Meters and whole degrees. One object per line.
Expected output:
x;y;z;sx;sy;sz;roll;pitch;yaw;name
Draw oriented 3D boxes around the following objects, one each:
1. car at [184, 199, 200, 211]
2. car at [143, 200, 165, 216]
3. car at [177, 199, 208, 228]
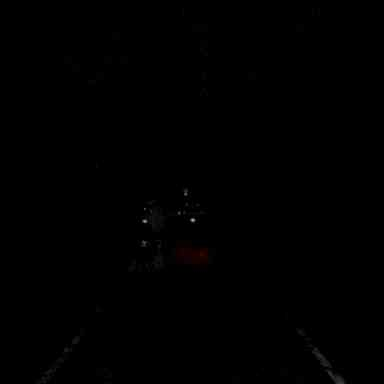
0.010;1.558;41.301;1.895;1.301;4.718;0;0;0;car
-3.660;1.492;32.574;1.812;1.442;4.674;0;0;0;car
0.052;1.469;22.271;2.128;1.511;4.902;0;0;0;car
